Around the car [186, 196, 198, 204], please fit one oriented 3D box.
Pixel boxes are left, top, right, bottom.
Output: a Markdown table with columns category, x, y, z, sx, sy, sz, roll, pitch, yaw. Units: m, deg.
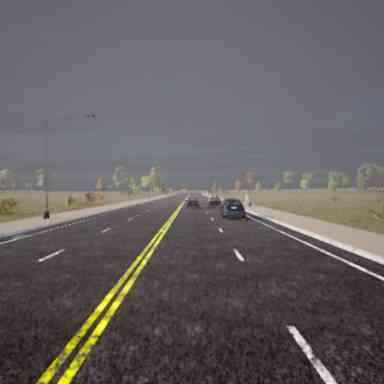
| category | x | y | z | sx | sy | sz | roll | pitch | yaw |
| --- | --- | --- | --- | --- | --- | --- | --- | --- | --- |
| car | 0.007 | 1.372 | 56.938 | 1.895 | 1.301 | 4.718 | 0 | 0 | 0 |

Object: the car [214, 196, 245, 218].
| category | x | y | z | sx | sy | sz | roll | pitch | yaw |
| --- | --- | --- | --- | --- | --- | --- | --- | --- | --- |
| car | 3.342 | 1.314 | 28.585 | 2.033 | 1.649 | 4.856 | 0 | 0 | 0 |

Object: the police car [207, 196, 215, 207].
| category | x | y | z | sx | sy | sz | roll | pitch | yaw |
| --- | --- | --- | --- | --- | --- | --- | --- | --- | --- |
| police car | 3.290 | 1.311 | 48.322 | 2.038 | 1.542 | 4.974 | 0 | 0 | 1 |

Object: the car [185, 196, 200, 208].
| category | x | y | z | sx | sy | sz | roll | pitch | yaw |
| --- | --- | --- | --- | --- | --- | --- | --- | --- | --- |
| car | 0.105 | 1.372 | 43.843 | 2.033 | 1.411 | 5.357 | 0 | 0 | 0 |
